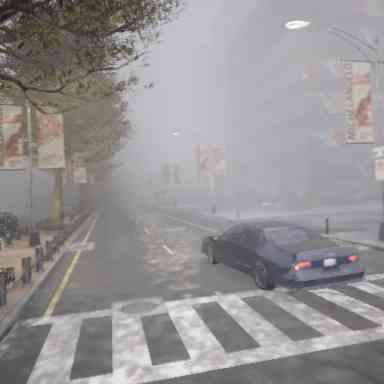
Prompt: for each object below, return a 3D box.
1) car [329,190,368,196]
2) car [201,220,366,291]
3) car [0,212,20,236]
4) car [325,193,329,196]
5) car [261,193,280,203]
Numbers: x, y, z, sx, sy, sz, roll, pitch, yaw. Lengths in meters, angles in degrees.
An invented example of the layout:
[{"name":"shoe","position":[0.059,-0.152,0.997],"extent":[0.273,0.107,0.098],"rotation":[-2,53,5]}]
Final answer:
[{"name":"car","position":[18.613,0.457,38.462],"extent":[2.002,1.452,4.674],"rotation":[-3,0,-14]},{"name":"car","position":[1.915,1.469,8.892],"extent":[2.033,1.411,5.357],"rotation":[-3,0,-19]},{"name":"car","position":[-13.668,2.228,23.470],"extent":[2.128,1.511,4.902],"rotation":[-3,0,-14]},{"name":"car","position":[22.950,0.407,51.729],"extent":[1.895,1.301,4.718],"rotation":[-3,0,-14]},{"name":"car","position":[11.619,0.925,49.262],"extent":[2.161,1.482,4.786],"rotation":[-3,0,-14]}]
